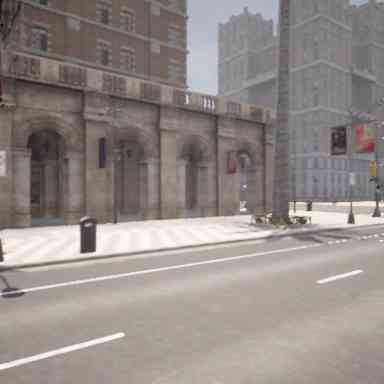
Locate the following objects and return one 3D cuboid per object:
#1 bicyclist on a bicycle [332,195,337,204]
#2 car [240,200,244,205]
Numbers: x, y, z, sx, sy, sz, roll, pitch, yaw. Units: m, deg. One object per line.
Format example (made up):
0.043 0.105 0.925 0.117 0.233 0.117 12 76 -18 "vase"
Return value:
24.657 1.310 57.422 1.656 1.620 0.582 0 0 -36 "bicyclist on a bicycle"
6.941 1.572 57.256 1.994 1.385 4.181 0 0 -36 "car"
